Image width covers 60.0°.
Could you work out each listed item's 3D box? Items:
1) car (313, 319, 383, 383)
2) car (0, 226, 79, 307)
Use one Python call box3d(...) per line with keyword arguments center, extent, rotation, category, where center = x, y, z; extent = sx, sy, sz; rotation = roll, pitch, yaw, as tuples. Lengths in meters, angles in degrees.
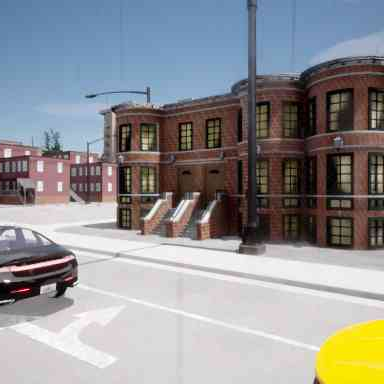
box3d(center=(3.228, 1.478, 1.692), extent=(5.008, 1.535, 1.882), rotation=(0, 0, 36), category="car")
box3d(center=(-4.540, 1.492, 7.241), extent=(4.902, 1.511, 2.128), rotation=(0, 0, 34), category="car")
